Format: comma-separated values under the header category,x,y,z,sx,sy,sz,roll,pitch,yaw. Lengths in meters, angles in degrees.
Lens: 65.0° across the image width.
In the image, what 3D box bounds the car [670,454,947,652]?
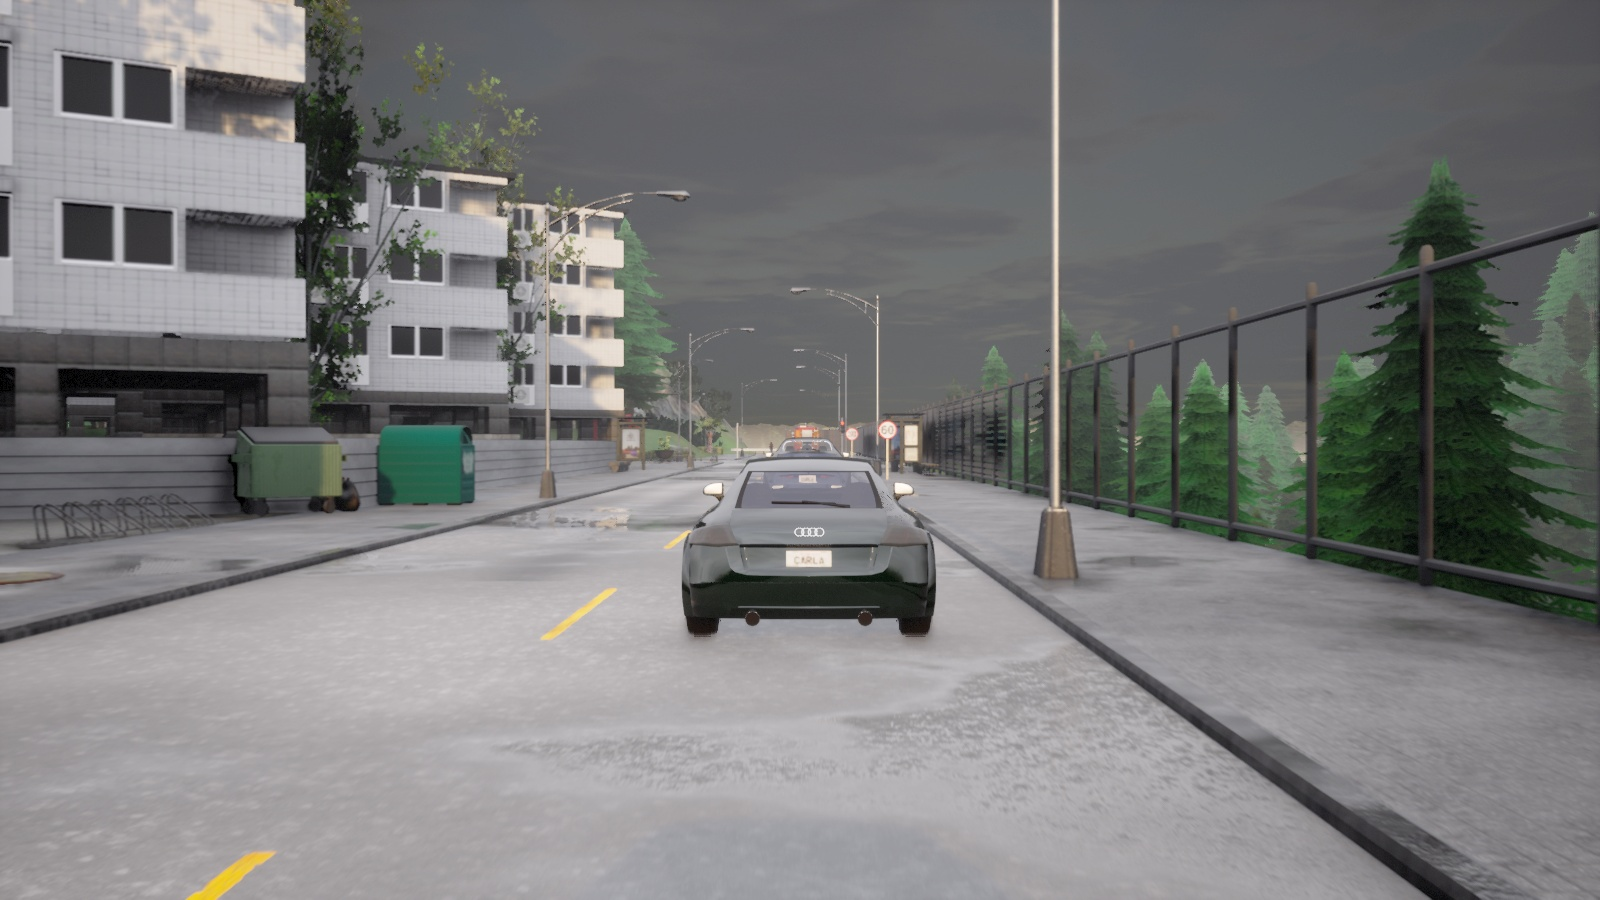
category,x,y,z,sx,sy,sz,roll,pitch,yaw
car,0.074,0.748,11.135,1.994,1.385,4.181,0,0,0

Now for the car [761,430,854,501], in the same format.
category,x,y,z,sx,sy,sz,roll,pitch,yaw
car,0.183,0.348,31.522,2.152,1.651,5.027,0,0,0
